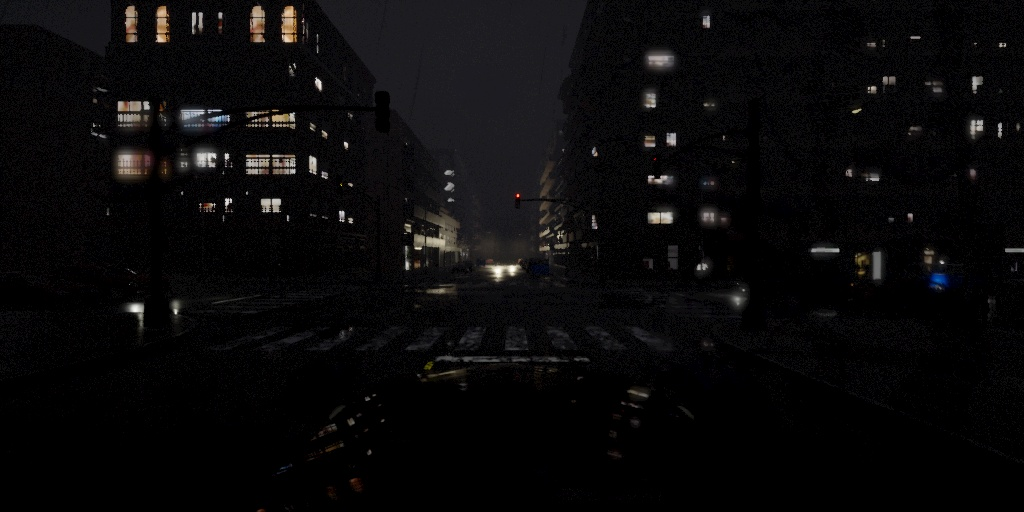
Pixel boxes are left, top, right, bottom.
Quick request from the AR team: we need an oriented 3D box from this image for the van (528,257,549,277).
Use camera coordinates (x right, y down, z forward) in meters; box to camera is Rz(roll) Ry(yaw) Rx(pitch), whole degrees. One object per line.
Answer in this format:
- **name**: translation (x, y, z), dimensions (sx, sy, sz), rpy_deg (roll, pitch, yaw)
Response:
- **van**: translation (2.756, 1.109, 35.981), dimensions (1.690, 1.789, 3.998), rpy_deg (0, 0, 0)

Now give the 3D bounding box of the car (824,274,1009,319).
- **car**: translation (14.690, 1.498, 13.228), dimensions (4.507, 1.381, 1.888), rpy_deg (0, 0, 0)

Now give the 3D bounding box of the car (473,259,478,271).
- **car**: translation (-5.920, 1.352, 47.034), dimensions (1.948, 1.339, 4.313), rpy_deg (0, 0, 0)

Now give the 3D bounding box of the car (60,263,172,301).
- **car**: translation (-18.015, 1.086, 15.809), dimensions (5.008, 1.535, 1.882), rpy_deg (1, 0, 0)

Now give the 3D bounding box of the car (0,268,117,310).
- **car**: translation (-17.762, 1.215, 13.228), dimensions (4.207, 1.307, 1.802), rpy_deg (0, 0, 0)

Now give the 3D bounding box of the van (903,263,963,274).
- **van**: translation (26.060, 1.343, 21.597), dimensions (3.998, 1.789, 1.690), rpy_deg (0, 0, 0)

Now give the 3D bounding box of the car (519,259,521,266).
- **car**: translation (2.585, 1.252, 58.039), dimensions (1.967, 1.591, 4.097), rpy_deg (0, 0, 0)

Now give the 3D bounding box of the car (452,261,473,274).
- **car**: translation (-5.910, 1.359, 41.512), dimensions (1.802, 1.307, 4.207), rpy_deg (0, 0, 0)

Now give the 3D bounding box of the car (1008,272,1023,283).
- **car**: translation (28.139, 1.552, 19.020), dimensions (4.892, 1.490, 1.837), rpy_deg (1, 0, 0)

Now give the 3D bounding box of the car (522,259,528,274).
- **car**: translation (2.657, 1.091, 41.478), dimensions (2.192, 1.841, 5.009), rpy_deg (0, 0, 0)

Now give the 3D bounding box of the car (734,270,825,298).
- **car**: translation (14.946, 1.453, 19.020), dimensions (5.357, 1.411, 2.033), rpy_deg (1, 0, 0)
